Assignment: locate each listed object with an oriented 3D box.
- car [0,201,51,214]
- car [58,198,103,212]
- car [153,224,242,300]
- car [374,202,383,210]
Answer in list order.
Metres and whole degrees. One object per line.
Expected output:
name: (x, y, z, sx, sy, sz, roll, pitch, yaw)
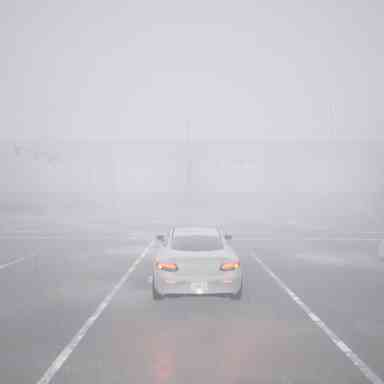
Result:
car: (-17.815, 1.601, 35.518, 4.718, 1.301, 1.895, 0, 0, 2)
car: (-12.995, 1.477, 38.890, 5.008, 1.535, 1.882, 0, 0, 2)
car: (0.071, 1.527, 8.277, 1.812, 1.442, 4.674, 0, 0, -1)
car: (23.290, 1.397, 37.918, 4.674, 1.442, 1.812, -1, 0, 2)
